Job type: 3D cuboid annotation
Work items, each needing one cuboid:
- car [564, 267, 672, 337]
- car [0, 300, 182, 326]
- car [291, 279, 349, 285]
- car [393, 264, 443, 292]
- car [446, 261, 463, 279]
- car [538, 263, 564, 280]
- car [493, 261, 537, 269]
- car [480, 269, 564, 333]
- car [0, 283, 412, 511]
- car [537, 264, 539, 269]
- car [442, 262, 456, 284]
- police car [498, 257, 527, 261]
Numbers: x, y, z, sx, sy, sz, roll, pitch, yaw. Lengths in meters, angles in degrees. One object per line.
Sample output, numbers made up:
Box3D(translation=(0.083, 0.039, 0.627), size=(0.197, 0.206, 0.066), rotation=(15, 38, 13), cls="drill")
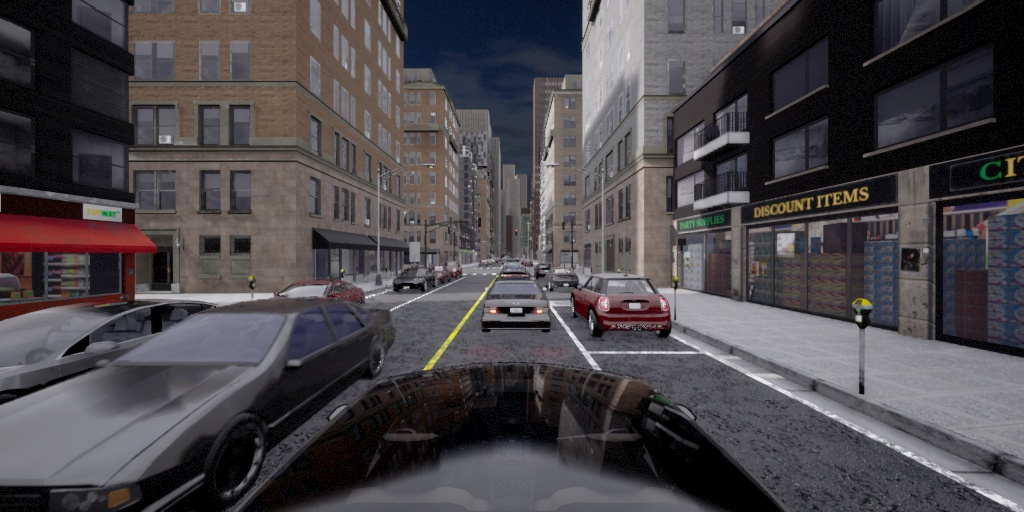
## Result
Box3D(translation=(2.872, 1.190, 10.297), size=(1.967, 1.591, 4.097), rotation=(0, 0, 0), cls="car")
Box3D(translation=(-5.665, 1.316, 4.813), size=(1.948, 1.339, 4.313), rotation=(0, 0, 0), cls="car")
Box3D(translation=(-5.654, 1.332, 10.315), size=(1.802, 1.307, 4.207), rotation=(0, 0, 0), cls="car")
Box3D(translation=(-5.631, 1.317, 21.317), size=(1.948, 1.339, 4.313), rotation=(0, 0, 0), cls="car")
Box3D(translation=(-5.609, 1.193, 32.320), size=(1.967, 1.591, 4.097), rotation=(0, 0, 0), cls="car")
Box3D(translation=(2.894, 1.301, 21.299), size=(2.007, 1.370, 4.403), rotation=(0, 0, 0), cls="car")
Box3D(translation=(0.136, 1.242, 21.291), size=(2.128, 1.511, 4.902), rotation=(0, 0, 0), cls="car")
Box3D(translation=(0.113, 1.297, 10.769), size=(2.033, 1.411, 5.357), rotation=(0, 0, 0), cls="car")
Box3D(translation=(-3.098, 1.297, 4.573), size=(2.033, 1.411, 5.357), rotation=(0, 0, 0), cls="car")
Box3D(translation=(2.917, 1.319, 32.302), size=(1.948, 1.339, 4.313), rotation=(0, 0, 0), cls="car")
Box3D(translation=(-5.620, 1.334, 26.818), size=(1.802, 1.307, 4.207), rotation=(0, 0, 0), cls="car")
Box3D(translation=(0.057, 1.178, 31.311), size=(1.930, 1.638, 5.238), rotation=(0, 0, 0), cls="police car")
